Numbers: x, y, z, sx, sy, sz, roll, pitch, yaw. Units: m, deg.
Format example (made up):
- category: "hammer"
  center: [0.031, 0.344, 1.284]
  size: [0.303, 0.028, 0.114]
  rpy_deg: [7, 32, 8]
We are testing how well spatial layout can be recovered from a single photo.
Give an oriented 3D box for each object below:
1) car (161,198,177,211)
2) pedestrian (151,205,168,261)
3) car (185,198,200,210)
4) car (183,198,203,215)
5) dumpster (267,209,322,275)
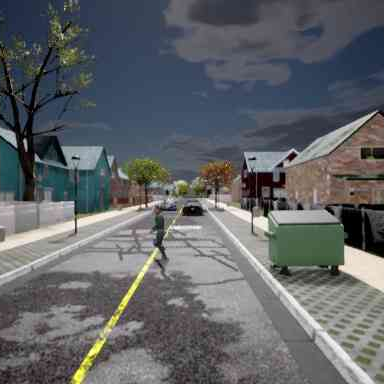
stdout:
- category: "car"
  center: [-2.842, 1.554, 41.673]
  size: [2.128, 1.511, 4.902]
  rpy_deg: [0, 0, 0]
- category: "pedestrian"
  center: [-1.058, 1.300, 10.843]
  size: [0.375, 1.860, 0.375]
  rpy_deg: [1, -1, -2]
- category: "car"
  center: [0.086, 1.580, 45.349]
  size: [1.837, 1.490, 4.892]
  rpy_deg: [0, 0, 0]
- category: "car"
  center: [0.091, 1.605, 33.962]
  size: [1.994, 1.385, 4.181]
  rpy_deg: [0, 0, 0]
- category: "dumpster"
  center: [2.993, 1.400, 9.961]
  size: [1.020, 1.700, 1.940]
  rpy_deg: [-1, -1, 0]
